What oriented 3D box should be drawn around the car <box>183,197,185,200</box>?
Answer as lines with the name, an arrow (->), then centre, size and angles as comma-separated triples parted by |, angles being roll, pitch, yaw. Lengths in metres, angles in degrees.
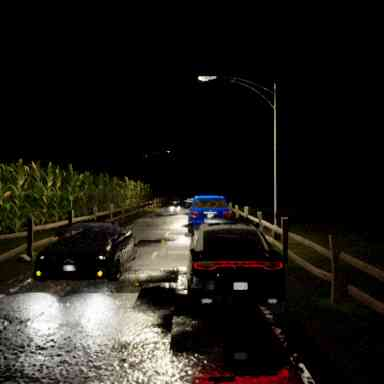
car -> 0.157, 1.618, 46.281 | 1.895, 1.301, 4.718 | 0, 0, 1

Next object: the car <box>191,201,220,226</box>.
car -> 0.892, 1.475, 24.221 | 1.882, 1.535, 5.008 | 0, 0, 0

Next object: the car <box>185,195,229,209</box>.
car -> 0.875, 1.222, 18.251 | 2.150, 2.045, 5.566 | 0, 0, 0

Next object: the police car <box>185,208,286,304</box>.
police car -> 0.848, 1.424, 8.331 | 1.930, 1.638, 5.238 | 0, 0, 0

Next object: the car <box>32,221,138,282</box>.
car -> -2.823, 1.563, 9.639 | 1.994, 1.385, 4.181 | 0, 0, 0

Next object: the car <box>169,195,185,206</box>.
car -> -2.684, 1.527, 54.561 | 2.128, 1.511, 4.902 | 0, 0, 0

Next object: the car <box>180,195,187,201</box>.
car -> -2.484, 1.651, 95.342 | 1.882, 1.535, 5.008 | 0, 0, 0
